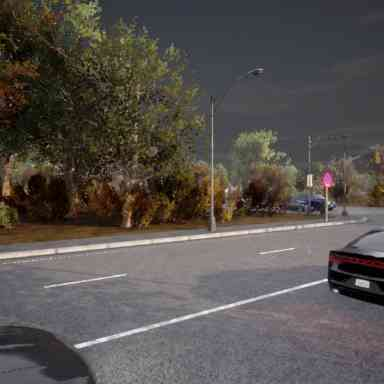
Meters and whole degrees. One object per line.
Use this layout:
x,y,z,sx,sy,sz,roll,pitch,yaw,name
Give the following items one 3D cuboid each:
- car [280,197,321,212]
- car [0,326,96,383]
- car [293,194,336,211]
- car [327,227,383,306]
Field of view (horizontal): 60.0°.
12.144,1.564,38.215,1.994,1.385,4.181,0,0,-32,car
-2.938,1.506,1.642,4.892,1.490,1.837,0,0,-36,car
14.746,1.221,40.685,2.150,2.045,5.566,0,0,-31,car
5.051,1.478,7.370,5.008,1.535,1.882,0,0,-36,car
